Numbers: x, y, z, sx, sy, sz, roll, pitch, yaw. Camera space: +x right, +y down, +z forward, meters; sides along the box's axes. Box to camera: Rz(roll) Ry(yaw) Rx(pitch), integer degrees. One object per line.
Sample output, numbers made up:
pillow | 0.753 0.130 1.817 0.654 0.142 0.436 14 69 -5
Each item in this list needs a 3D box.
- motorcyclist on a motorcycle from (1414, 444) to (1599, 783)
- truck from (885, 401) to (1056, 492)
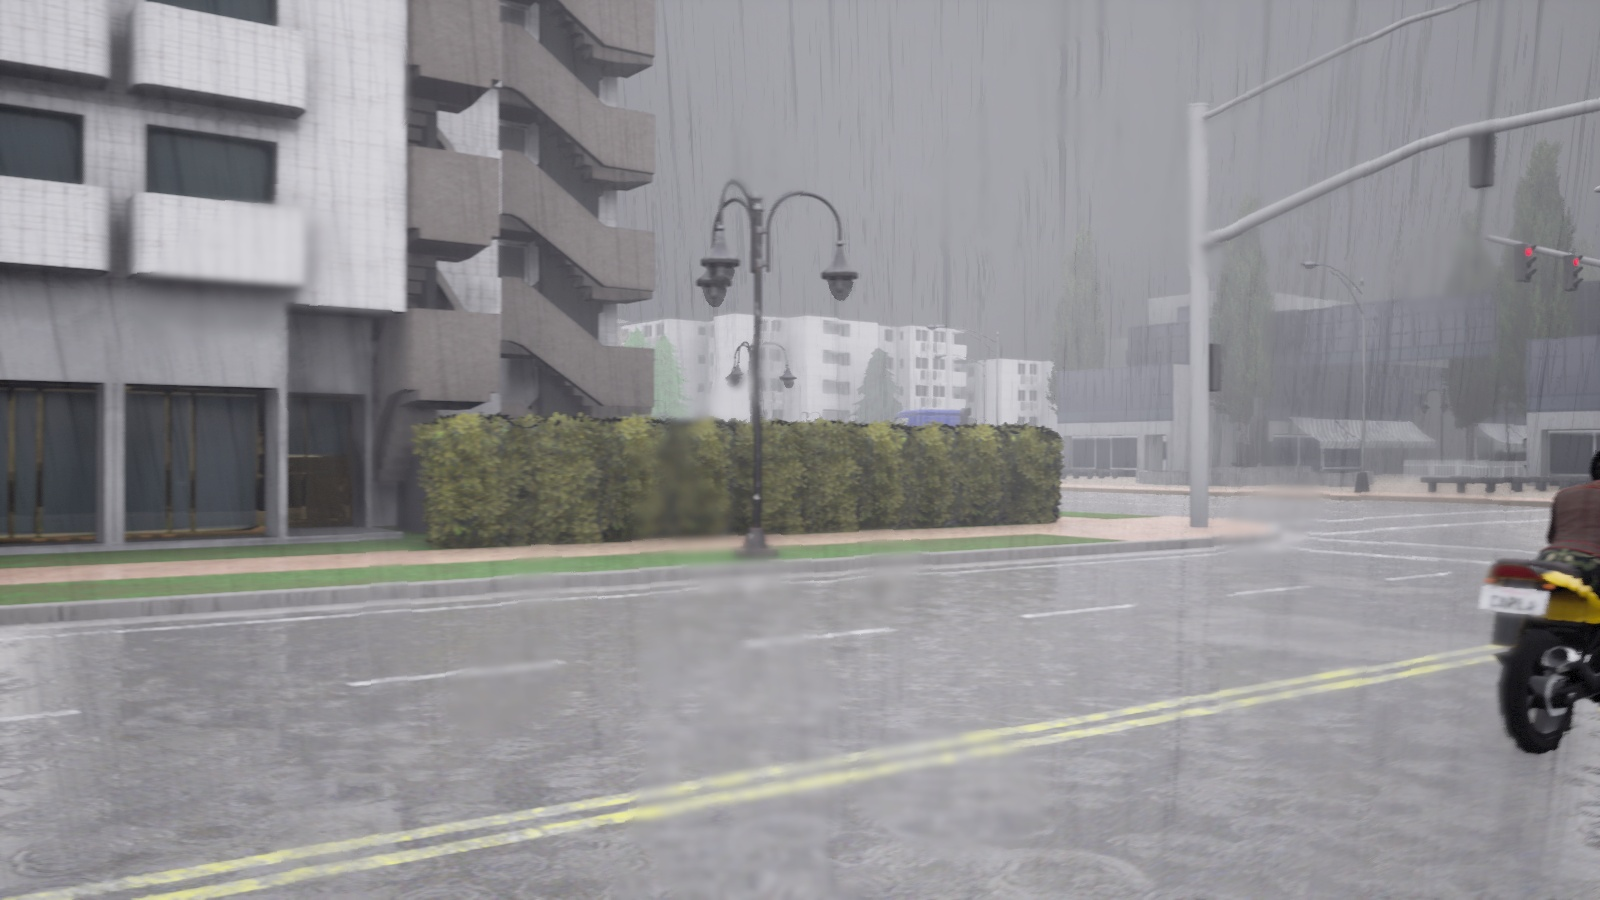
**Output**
motorcyclist on a motorcycle | 4.144 0.734 6.543 2.044 1.523 0.797 0 0 -35
truck | 6.808 -0.125 51.603 2.891 3.462 7.936 0 0 -28
